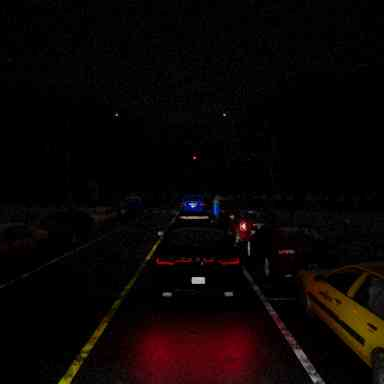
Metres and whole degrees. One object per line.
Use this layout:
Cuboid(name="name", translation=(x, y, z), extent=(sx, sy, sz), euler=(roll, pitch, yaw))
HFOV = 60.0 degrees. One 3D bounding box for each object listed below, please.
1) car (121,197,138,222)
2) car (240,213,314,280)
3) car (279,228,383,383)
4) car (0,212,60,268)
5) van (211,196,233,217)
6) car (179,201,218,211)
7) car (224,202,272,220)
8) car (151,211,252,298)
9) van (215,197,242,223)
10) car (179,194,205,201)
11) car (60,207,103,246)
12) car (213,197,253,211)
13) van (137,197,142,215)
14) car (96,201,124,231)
Cuboid(name="car", translation=(-5.763, 1.444, 26.134), extent=(1.967, 1.590, 4.097), euler=(0, 0, 0))
Cuboid(name="car", translation=(2.761, 1.545, 9.821), extent=(1.887, 1.381, 4.507), euler=(0, 0, 0))
Cuboid(name="car", translation=(2.760, 1.525, 4.553), extent=(1.752, 1.417, 4.829), euler=(0, 0, 0))
Cuboid(name="car", translation=(-5.764, 1.526, 9.652), extent=(1.752, 1.417, 4.829), euler=(0, 0, 0))
Cuboid(name="van", translation=(2.763, 1.346, 31.571), extent=(1.690, 1.788, 3.998), euler=(0, 0, 0))
Cuboid(name="car", translation=(0.098, 1.493, 19.043), extent=(2.128, 1.511, 4.902), euler=(0, 0, 0))
Cuboid(name="car", translation=(2.761, 1.441, 15.258), extent=(1.967, 1.590, 4.097), euler=(0, 0, 0))
Cuboid(name="car", translation=(0.095, 1.478, 8.600), extent=(1.882, 1.535, 5.008), euler=(0, 0, 0))
Cuboid(name="van", translation=(2.762, 1.345, 26.134), extent=(1.690, 1.788, 3.998), euler=(0, 0, 0))
Cuboid(name="car", translation=(0.025, 1.226, 29.411), extent=(2.150, 2.045, 5.566), euler=(0, 0, -2))
Cuboid(name="car", translation=(-5.764, 1.567, 15.259), extent=(1.947, 1.339, 4.313), euler=(0, 0, 0))
Cuboid(name="car", translation=(2.761, 1.317, 20.696), extent=(2.192, 1.841, 5.009), euler=(0, 0, 0))
Cuboid(name="van", translation=(-5.763, 1.346, 31.572), extent=(1.690, 1.788, 3.998), euler=(0, 0, 0))
Cuboid(name="car", translation=(-5.763, 1.527, 20.527), extent=(1.752, 1.417, 4.829), euler=(0, 0, 0))
